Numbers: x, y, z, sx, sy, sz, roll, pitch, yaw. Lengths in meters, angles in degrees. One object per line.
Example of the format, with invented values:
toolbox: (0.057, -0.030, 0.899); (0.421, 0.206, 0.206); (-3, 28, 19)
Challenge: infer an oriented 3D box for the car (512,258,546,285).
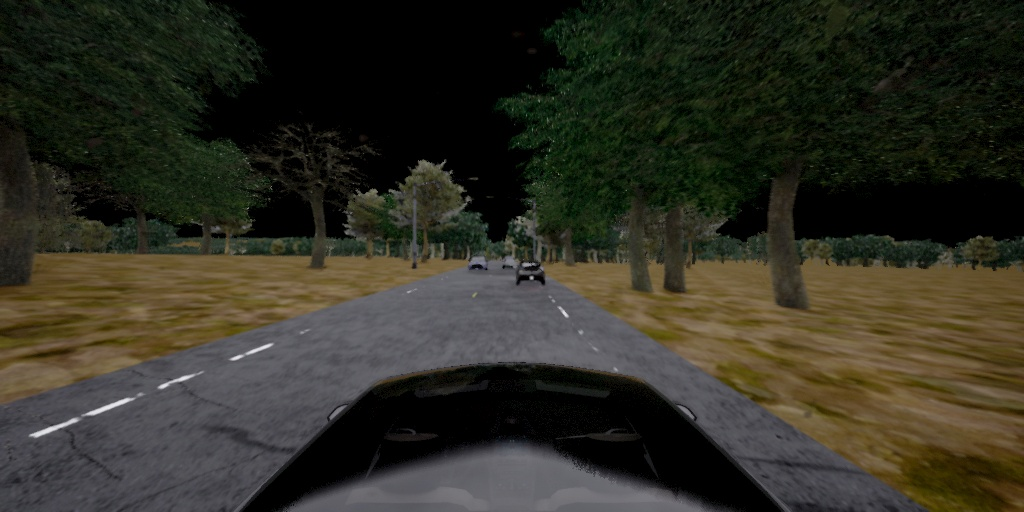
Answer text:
car: (1.155, 1.056, 23.918); (1.837, 1.490, 4.892); (0, 0, 0)

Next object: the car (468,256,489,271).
car: (-3.808, 0.792, 40.983); (2.097, 1.767, 4.553); (0, 0, 0)

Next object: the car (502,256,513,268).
car: (-0.296, 0.960, 48.981); (1.994, 1.385, 4.181); (0, 0, -1)
